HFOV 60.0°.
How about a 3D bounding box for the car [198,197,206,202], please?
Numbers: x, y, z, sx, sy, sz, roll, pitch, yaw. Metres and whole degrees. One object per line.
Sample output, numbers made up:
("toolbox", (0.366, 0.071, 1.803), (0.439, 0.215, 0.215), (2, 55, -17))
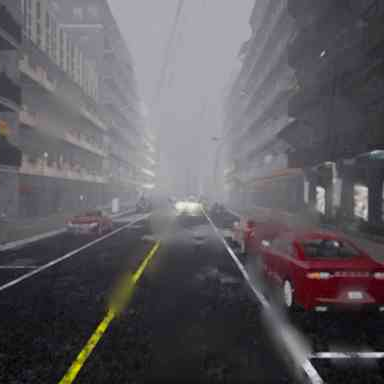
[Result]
("car", (2.668, 1.980, 86.976), (1.887, 1.381, 4.507), (0, 0, 0))

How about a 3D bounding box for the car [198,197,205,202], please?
("car", (2.666, 2.017, 92.642), (1.887, 1.381, 4.507), (0, 0, 0))

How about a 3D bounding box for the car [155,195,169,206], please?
("car", (-5.707, 1.604, 64.350), (2.192, 1.841, 5.009), (0, 0, 0))

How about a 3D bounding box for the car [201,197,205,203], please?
("car", (2.679, 1.747, 47.347), (1.887, 1.381, 4.507), (0, 0, 0))

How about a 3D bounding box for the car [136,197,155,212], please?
("car", (-5.700, 1.492, 41.704), (2.192, 1.841, 5.009), (0, 0, 0))

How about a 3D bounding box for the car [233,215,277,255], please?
("car", (2.688, 1.599, 13.372), (1.887, 1.381, 4.507), (0, 0, 0))

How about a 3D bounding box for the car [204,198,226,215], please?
("car", (2.682, 1.704, 36.022), (2.008, 1.369, 4.403), (0, 0, 0))

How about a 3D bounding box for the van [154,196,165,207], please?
("van", (-5.704, 1.597, 58.690), (1.690, 1.788, 3.998), (0, 0, 0))

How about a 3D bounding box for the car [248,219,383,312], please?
("car", (2.689, 1.575, 7.710), (1.887, 1.381, 4.507), (0, 0, 0))

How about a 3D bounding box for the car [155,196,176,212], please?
("car", (-3.093, 1.530, 41.958), (2.097, 1.767, 4.553), (0, 0, 0))

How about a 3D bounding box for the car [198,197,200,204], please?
("car", (2.371, 1.687, 71.588), (2.097, 1.767, 4.553), (0, 0, 0))

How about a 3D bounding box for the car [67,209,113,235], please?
("car", (-5.694, 1.661, 19.052), (1.802, 1.307, 4.206), (0, 0, 0))

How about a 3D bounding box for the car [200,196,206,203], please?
("car", (2.677, 1.669, 53.007), (1.967, 1.590, 4.097), (0, 0, 0))

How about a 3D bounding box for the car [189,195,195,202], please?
("car", (-0.020, 1.874, 90.072), (2.033, 1.411, 5.357), (0, 0, 0))

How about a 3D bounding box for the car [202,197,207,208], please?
("car", (2.681, 1.728, 41.684), (2.008, 1.369, 4.403), (0, 0, 0))
